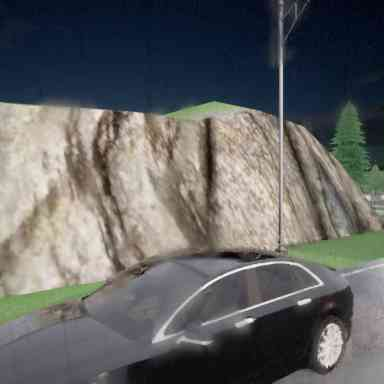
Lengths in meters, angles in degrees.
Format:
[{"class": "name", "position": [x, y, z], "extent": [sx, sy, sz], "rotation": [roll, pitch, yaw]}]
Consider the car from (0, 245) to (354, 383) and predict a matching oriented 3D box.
[{"class": "car", "position": [0.059, 1.505, 4.037], "extent": [4.892, 1.490, 1.837], "rotation": [0, 0, -36]}]
